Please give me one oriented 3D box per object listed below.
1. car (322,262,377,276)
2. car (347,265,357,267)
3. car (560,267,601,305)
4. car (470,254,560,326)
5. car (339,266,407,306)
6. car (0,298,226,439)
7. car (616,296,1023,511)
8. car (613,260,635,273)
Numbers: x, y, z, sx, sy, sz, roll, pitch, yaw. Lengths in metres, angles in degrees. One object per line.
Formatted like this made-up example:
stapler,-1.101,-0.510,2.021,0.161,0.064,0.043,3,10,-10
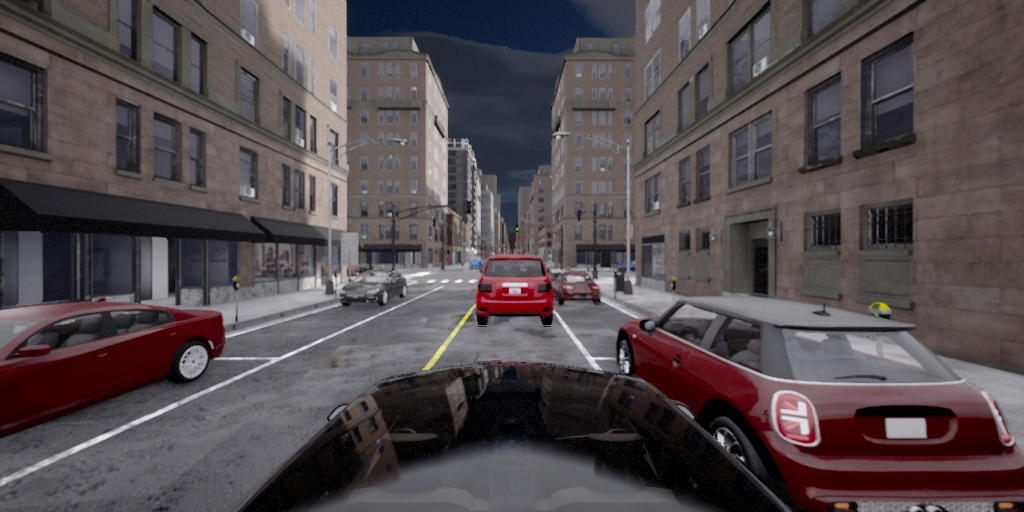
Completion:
car,-16.411,1.291,36.289,4.718,1.301,1.895,0,0,0
car,-16.436,1.050,33.019,4.553,1.767,2.097,0,0,1
car,2.683,1.317,15.558,1.802,1.307,4.207,0,0,0
car,0.081,0.963,11.791,2.150,2.045,5.566,0,0,0
car,-5.843,1.285,15.561,2.007,1.370,4.403,0,0,0
car,-5.855,1.292,4.369,1.888,1.381,4.507,0,0,0
car,2.670,1.187,4.369,1.967,1.591,4.097,0,0,0
car,14.568,1.251,43.127,4.674,1.442,1.812,0,0,-2
